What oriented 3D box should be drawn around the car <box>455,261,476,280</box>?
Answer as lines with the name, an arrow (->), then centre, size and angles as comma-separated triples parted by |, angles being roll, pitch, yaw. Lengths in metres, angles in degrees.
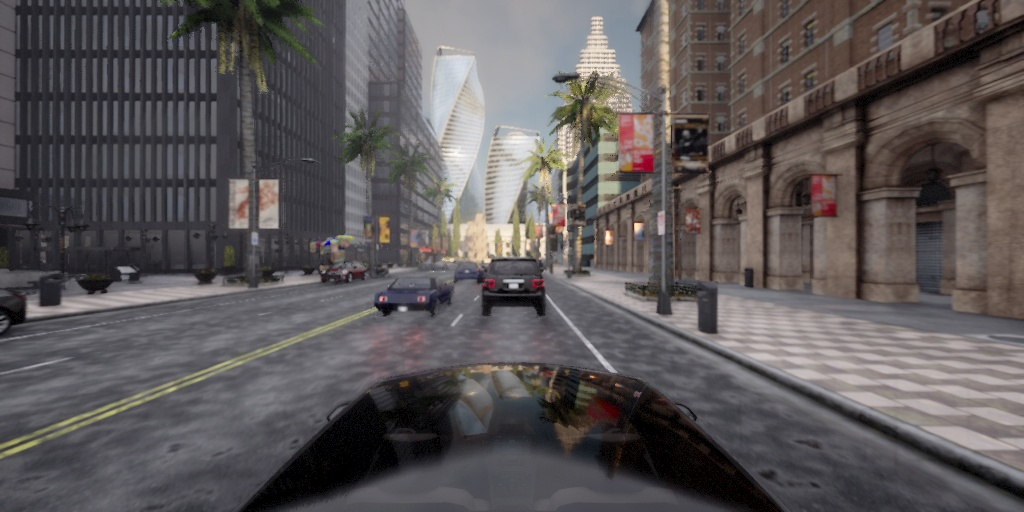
car -> -3.451, 1.214, 29.697 | 2.097, 1.767, 4.553 | 0, 0, 0

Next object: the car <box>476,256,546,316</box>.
car -> 0.075, 1.023, 13.859 | 2.150, 2.045, 5.566 | 0, 0, 0

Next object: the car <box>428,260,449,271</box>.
car -> -10.830, 1.488, 53.943 | 1.812, 1.442, 4.674 | 0, 0, 0

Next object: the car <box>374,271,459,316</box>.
car -> -3.427, 1.399, 13.569 | 1.895, 1.301, 4.718 | 0, 0, 1
